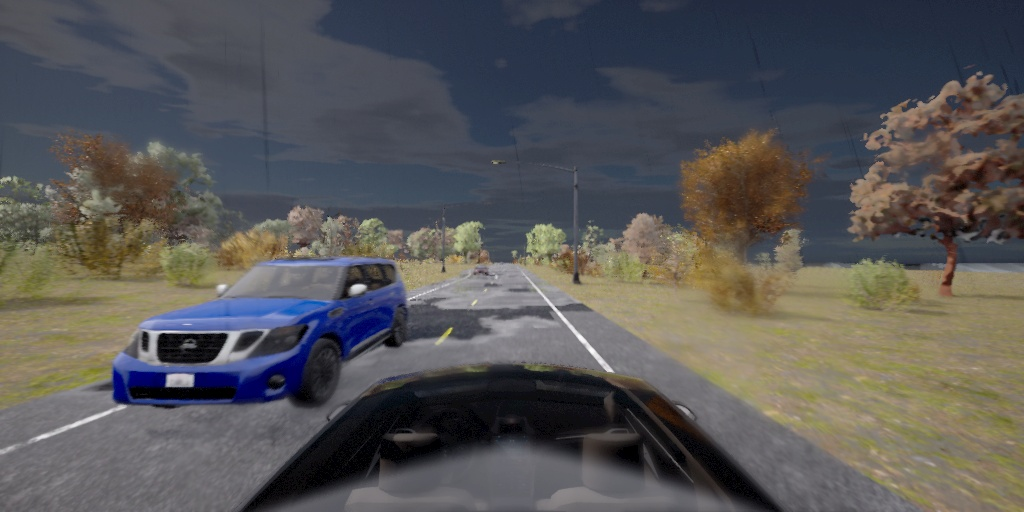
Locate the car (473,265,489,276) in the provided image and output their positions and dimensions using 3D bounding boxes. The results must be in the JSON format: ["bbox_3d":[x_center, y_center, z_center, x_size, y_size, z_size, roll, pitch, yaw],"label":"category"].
[{"bbox_3d":[-4.043,1.890,47.456,1.994,1.385,4.181,0,-1,-4],"label":"car"}]

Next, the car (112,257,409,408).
[{"bbox_3d":[-3.603,1.030,6.657,2.150,2.045,5.566,0,-1,0],"label":"car"}]
